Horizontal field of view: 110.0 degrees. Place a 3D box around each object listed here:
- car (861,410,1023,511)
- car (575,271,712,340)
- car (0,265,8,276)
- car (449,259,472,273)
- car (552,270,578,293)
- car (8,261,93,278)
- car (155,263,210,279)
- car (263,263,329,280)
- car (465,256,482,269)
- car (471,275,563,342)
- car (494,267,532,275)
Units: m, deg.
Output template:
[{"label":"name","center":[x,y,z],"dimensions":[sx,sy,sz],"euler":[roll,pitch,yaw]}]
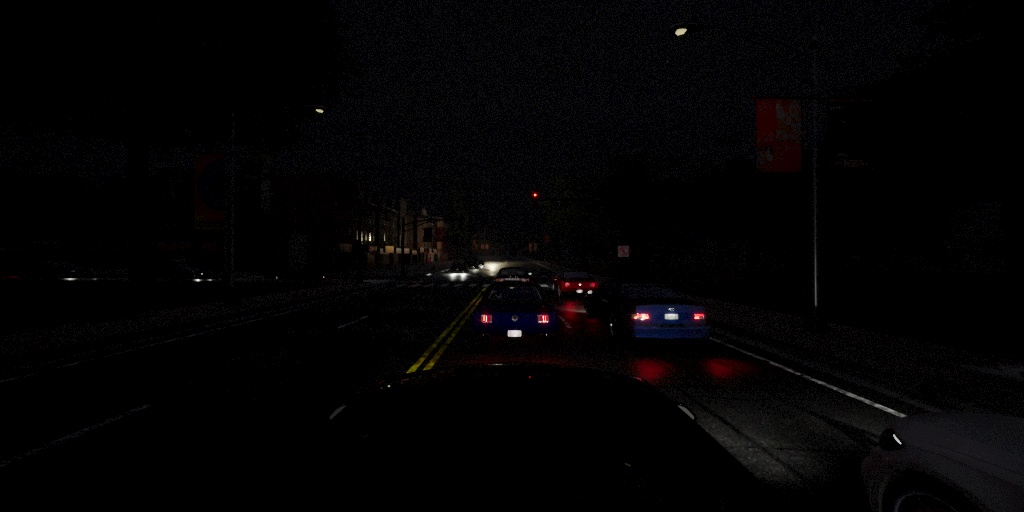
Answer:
[{"label":"car","center":[3.344,1.275,0.503],"dimensions":[1.812,1.442,4.674],"euler":[0,0,0]},{"label":"car","center":[3.329,1.321,9.979],"dimensions":[2.033,1.411,5.357],"euler":[0,0,0]},{"label":"car","center":[-49.636,1.239,33.187],"dimensions":[4.718,1.301,1.895],"euler":[0,0,0]},{"label":"car","center":[-6.603,1.425,45.145],"dimensions":[1.994,1.385,4.181],"euler":[0,0,0]},{"label":"car","center":[3.298,1.439,19.622],"dimensions":[1.895,1.301,4.718],"euler":[0,0,0]},{"label":"car","center":[-38.559,1.154,30.285],"dimensions":[5.008,1.535,1.882],"euler":[0,0,0]},{"label":"car","center":[-28.161,1.318,30.267],"dimensions":[4.181,1.385,1.994],"euler":[0,0,0]},{"label":"car","center":[-18.094,1.449,30.270],"dimensions":[4.718,1.301,1.895],"euler":[1,0,0]},{"label":"car","center":[-6.601,0.988,58.074],"dimensions":[2.150,2.045,5.566],"euler":[0,1,0]},{"label":"car","center":[0.079,1.374,9.854],"dimensions":[1.895,1.301,4.718],"euler":[0,0,0]},{"label":"car","center":[0.047,1.313,19.194],"dimensions":[1.882,1.535,5.008],"euler":[0,0,0]}]
